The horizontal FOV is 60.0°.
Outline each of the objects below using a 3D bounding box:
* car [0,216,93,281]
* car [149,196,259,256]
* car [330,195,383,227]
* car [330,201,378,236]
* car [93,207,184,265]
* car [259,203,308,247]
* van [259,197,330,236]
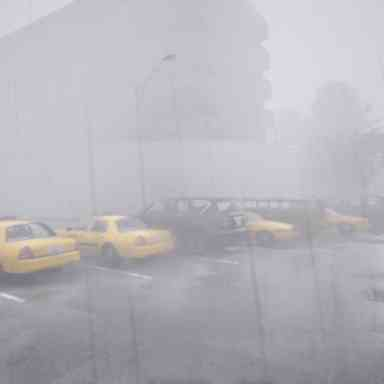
[{"bbox_3d":[-5.546,1.489,9.826,5.366,1.575,1.946,-1,0,35],"label":"car"},{"bbox_3d":[-0.551,1.202,13.215,5.566,2.045,2.435,-1,0,35],"label":"car"},{"bbox_3d":[9.183,1.193,20.201,5.566,2.045,2.435,-1,-1,34],"label":"car"},{"bbox_3d":[6.930,1.436,18.333,5.366,1.575,1.946,-1,-1,34],"label":"car"},{"bbox_3d":[-3.112,1.467,11.566,5.366,1.575,1.946,-1,0,35],"label":"car"},{"bbox_3d":[2.063,1.439,14.837,5.366,1.575,1.946,-1,-1,35],"label":"car"},{"bbox_3d":[4.243,1.217,16.755,4.442,1.987,1.878,-1,0,34],"label":"van"}]
